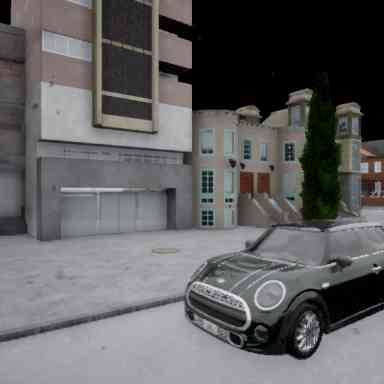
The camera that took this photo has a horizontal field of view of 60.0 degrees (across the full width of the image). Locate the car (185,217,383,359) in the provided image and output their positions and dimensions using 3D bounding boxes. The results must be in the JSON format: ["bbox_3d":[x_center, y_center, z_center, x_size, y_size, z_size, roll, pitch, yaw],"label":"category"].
[{"bbox_3d":[2.091,1.352,6.100,4.553,1.767,2.097,0,0,-36],"label":"car"}]
